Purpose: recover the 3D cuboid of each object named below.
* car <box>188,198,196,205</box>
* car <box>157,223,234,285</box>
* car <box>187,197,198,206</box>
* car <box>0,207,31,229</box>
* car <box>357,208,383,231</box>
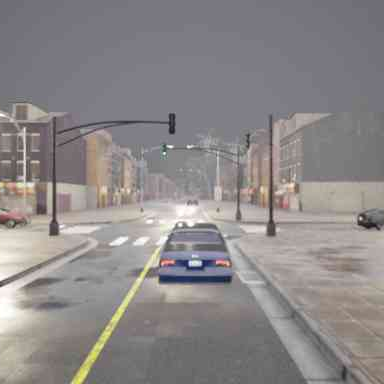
[{"bbox_3d":[0.019,2.036,75.067,1.882,1.535,5.008,0,0,0],"label":"car"},{"bbox_3d":[0.114,1.614,9.734,2.033,1.411,5.357,0,0,1],"label":"car"},{"bbox_3d":[0.116,1.833,65.408,2.097,1.767,4.553,0,0,0],"label":"car"},{"bbox_3d":[-13.540,1.720,22.817,4.674,1.442,1.812,0,-1,0],"label":"car"},{"bbox_3d":[12.356,1.654,20.249,4.313,1.339,1.947,0,0,0],"label":"car"}]
